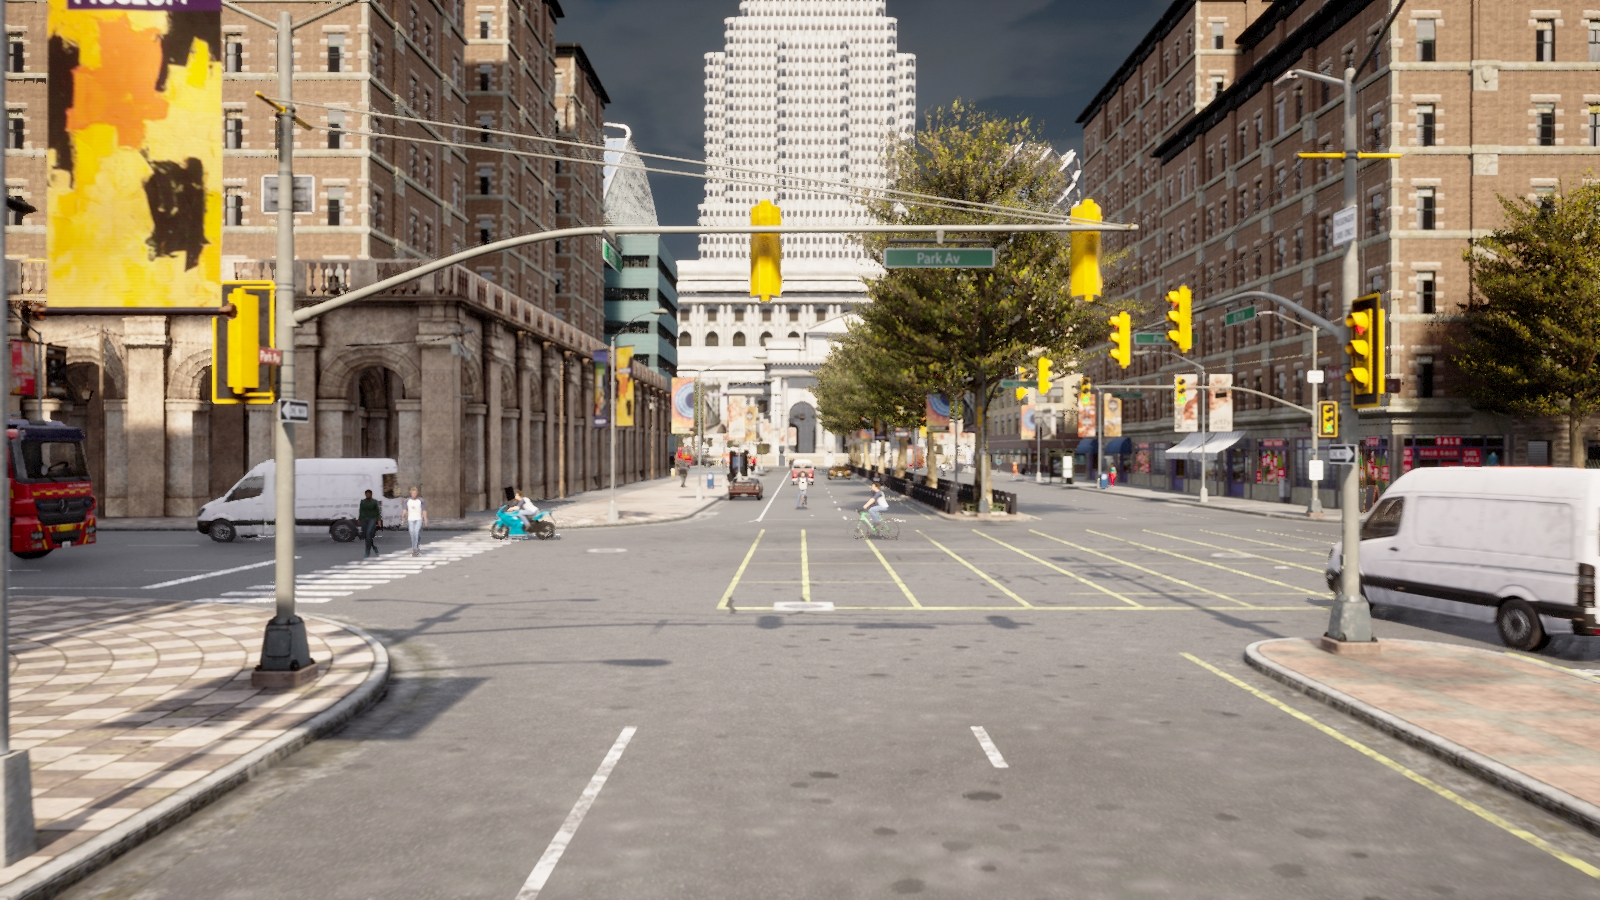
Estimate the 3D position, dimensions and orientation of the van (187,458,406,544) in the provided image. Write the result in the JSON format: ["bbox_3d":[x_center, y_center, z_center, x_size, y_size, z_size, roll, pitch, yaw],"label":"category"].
[{"bbox_3d":[-15.565,1.552,35.527,5.915,2.561,1.988,0,0,0],"label":"van"}]

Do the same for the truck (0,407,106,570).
[{"bbox_3d":[-22.283,0.908,28.266,8.468,3.827,2.891,0,0,0],"label":"truck"}]

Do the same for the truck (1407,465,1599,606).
[{"bbox_3d":[15.059,1.584,23.284,2.627,2.467,5.204,0,0,0],"label":"truck"}]

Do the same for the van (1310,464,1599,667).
[{"bbox_3d":[10.699,1.545,17.869,1.988,2.561,5.915,1,0,-10],"label":"van"}]

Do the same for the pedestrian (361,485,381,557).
[{"bbox_3d":[-11.254,1.865,29.962,0.375,1.860,0.375,0,0,0],"label":"pedestrian"}]

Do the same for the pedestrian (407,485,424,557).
[{"bbox_3d":[-10.106,1.866,30.037,0.375,1.860,0.375,0,0,-10],"label":"pedestrian"}]

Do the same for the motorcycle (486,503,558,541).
[{"bbox_3d":[-8.635,2.233,35.541,2.033,1.145,0.803,0,0,0],"label":"motorcycle"}]
